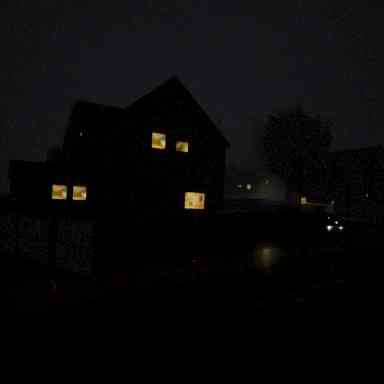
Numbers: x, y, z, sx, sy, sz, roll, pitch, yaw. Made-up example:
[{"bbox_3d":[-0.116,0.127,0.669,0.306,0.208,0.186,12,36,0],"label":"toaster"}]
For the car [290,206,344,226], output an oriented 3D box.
[{"bbox_3d":[7.511,1.511,22.847,2.033,1.411,5.357,4,-2,-33],"label":"car"}]
